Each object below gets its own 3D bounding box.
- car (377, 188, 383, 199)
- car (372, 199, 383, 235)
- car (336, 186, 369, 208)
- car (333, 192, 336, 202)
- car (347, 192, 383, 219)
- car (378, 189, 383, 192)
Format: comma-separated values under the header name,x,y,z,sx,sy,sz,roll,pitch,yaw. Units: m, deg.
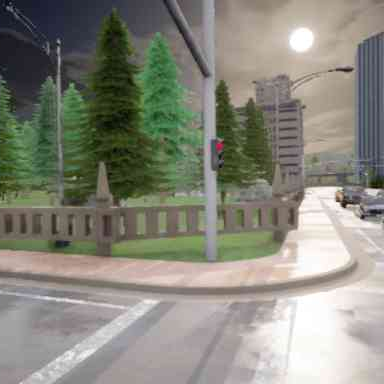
name,x,y,z,sx,sy,sz,roll,pitch,yaw
car,29.225,0.217,49.806,1.837,1.490,4.892,0,1,19
car,8.604,1.198,12.714,2.033,1.411,5.357,0,1,20
car,15.391,0.438,31.782,2.150,2.045,5.566,0,1,20
car,18.759,0.355,41.189,2.097,1.767,4.553,0,1,19
car,11.963,0.982,22.210,2.033,1.411,5.357,0,1,20
car,19.995,0.619,34.200,1.837,1.490,4.892,0,1,20
